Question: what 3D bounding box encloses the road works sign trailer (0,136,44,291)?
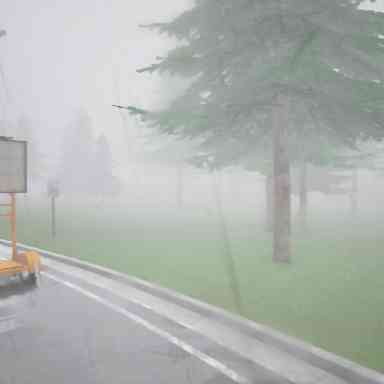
[{"bbox_3d":[-5.167,0.442,7.708,2.880,3.560,2.380,0,1,42],"label":"road works sign trailer"}]
